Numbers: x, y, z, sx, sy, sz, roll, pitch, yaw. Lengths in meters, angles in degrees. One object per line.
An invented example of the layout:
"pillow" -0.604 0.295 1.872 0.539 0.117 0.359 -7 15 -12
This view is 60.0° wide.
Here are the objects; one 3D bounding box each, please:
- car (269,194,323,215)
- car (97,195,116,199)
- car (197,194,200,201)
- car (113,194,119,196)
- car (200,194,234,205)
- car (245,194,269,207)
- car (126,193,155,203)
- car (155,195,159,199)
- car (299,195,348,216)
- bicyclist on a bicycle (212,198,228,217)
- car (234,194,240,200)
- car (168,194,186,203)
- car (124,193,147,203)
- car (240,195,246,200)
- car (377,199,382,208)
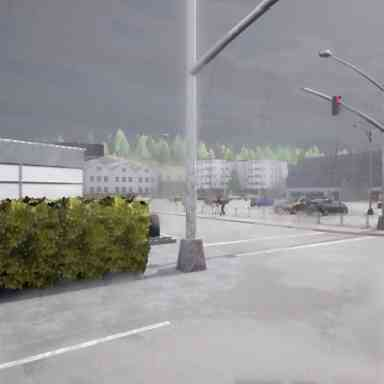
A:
"car" 10.286 1.330 32.485 5.027 1.636 2.152 0 0 -35
"car" -11.399 1.505 41.331 1.837 1.490 4.892 0 0 -35
"car" 1.814 1.298 76.855 4.514 1.523 2.007 0 0 -35
"car" -19.743 1.334 84.931 4.902 1.511 2.128 0 0 -35
"car" 4.119 1.298 54.811 4.514 1.523 2.007 0 0 -35
"car" 9.802 1.320 46.591 3.633 1.501 1.845 0 0 -35
"car" -9.357 1.361 60.551 3.806 1.475 1.970 0 0 -35
"car" -11.327 1.286 90.768 5.008 1.535 1.882 0 0 -35
"car" 12.124 1.340 29.942 4.514 1.523 2.007 0 0 -35
"bicyclist on a bicycle" 2.365 1.301 28.018 1.656 1.620 0.582 0 0 -35
"car" 9.691 1.232 77.884 3.806 1.475 1.970 0 0 -35
"car" -2.425 1.097 65.434 4.605 1.855 1.932 0 0 -35
"car" -10.758 1.077 63.628 3.866 1.878 1.905 0 0 -35
"car" 13.628 1.154 72.806 5.027 1.636 2.152 0 0 -35
"car" 25.679 1.384 43.044 3.806 1.475 1.970 0 0 -35
